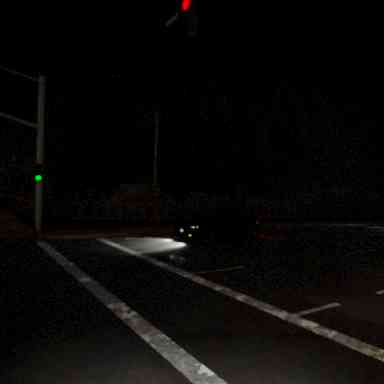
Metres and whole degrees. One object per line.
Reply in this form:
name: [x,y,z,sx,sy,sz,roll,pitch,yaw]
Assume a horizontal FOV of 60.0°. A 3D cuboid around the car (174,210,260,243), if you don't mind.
car: [1.262,1.590,16.058,4.181,1.385,1.994,1,0,-30]
